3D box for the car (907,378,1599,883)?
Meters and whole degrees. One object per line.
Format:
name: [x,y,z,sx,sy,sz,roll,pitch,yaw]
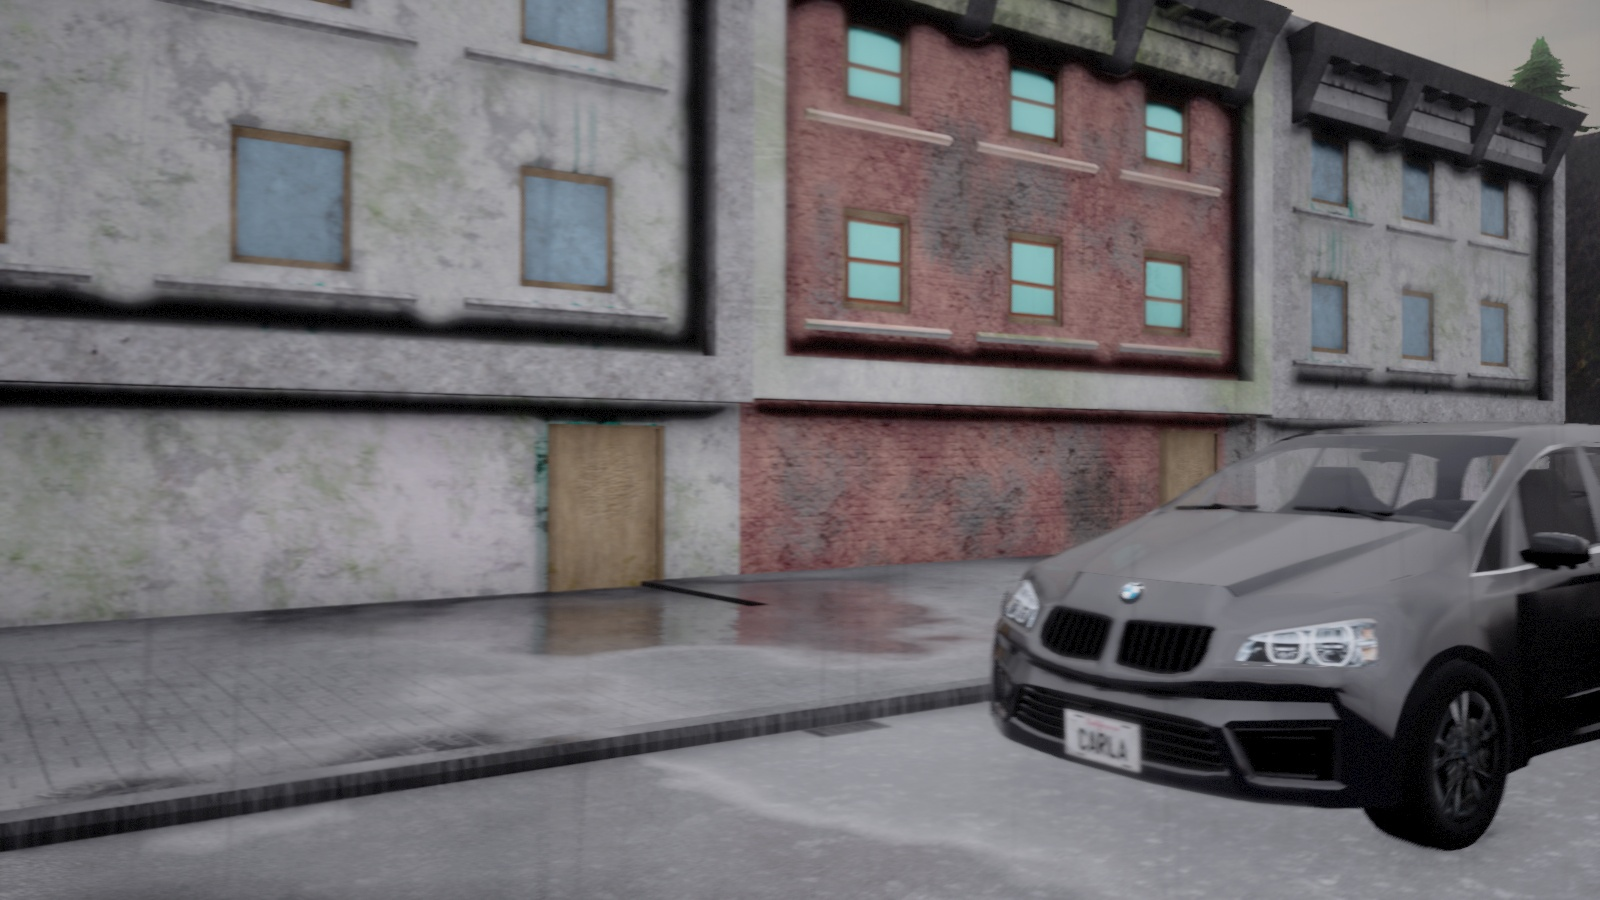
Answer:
car: [3.045,0.598,6.388,4.611,1.667,2.242,0,0,-35]
